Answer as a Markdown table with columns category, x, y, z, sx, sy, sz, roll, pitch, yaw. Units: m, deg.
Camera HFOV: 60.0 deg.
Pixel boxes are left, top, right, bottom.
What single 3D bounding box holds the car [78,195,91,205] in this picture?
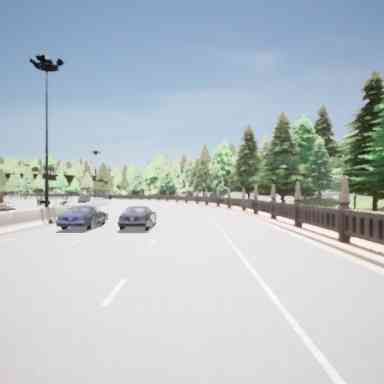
| category | x | y | z | sx | sy | sz | roll | pitch | yaw |
| --- | --- | --- | --- | --- | --- | --- | --- | --- | --- |
| car | -20.851 | 1.474 | 64.553 | 2.097 | 1.767 | 4.553 | 0 | 0 | -21 |

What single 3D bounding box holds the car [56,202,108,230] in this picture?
| category | x | y | z | sx | sy | sz | roll | pitch | yaw |
| --- | --- | --- | --- | --- | --- | --- | --- | --- | --- |
| car | -6.908 | 1.592 | 21.412 | 2.033 | 1.411 | 5.357 | 0 | 0 | 0 |

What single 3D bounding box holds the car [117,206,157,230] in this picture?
| category | x | y | z | sx | sy | sz | roll | pitch | yaw |
| --- | --- | --- | --- | --- | --- | --- | --- | --- | --- |
| car | -3.407 | 1.592 | 21.354 | 2.033 | 1.411 | 5.357 | 0 | 0 | 0 |
